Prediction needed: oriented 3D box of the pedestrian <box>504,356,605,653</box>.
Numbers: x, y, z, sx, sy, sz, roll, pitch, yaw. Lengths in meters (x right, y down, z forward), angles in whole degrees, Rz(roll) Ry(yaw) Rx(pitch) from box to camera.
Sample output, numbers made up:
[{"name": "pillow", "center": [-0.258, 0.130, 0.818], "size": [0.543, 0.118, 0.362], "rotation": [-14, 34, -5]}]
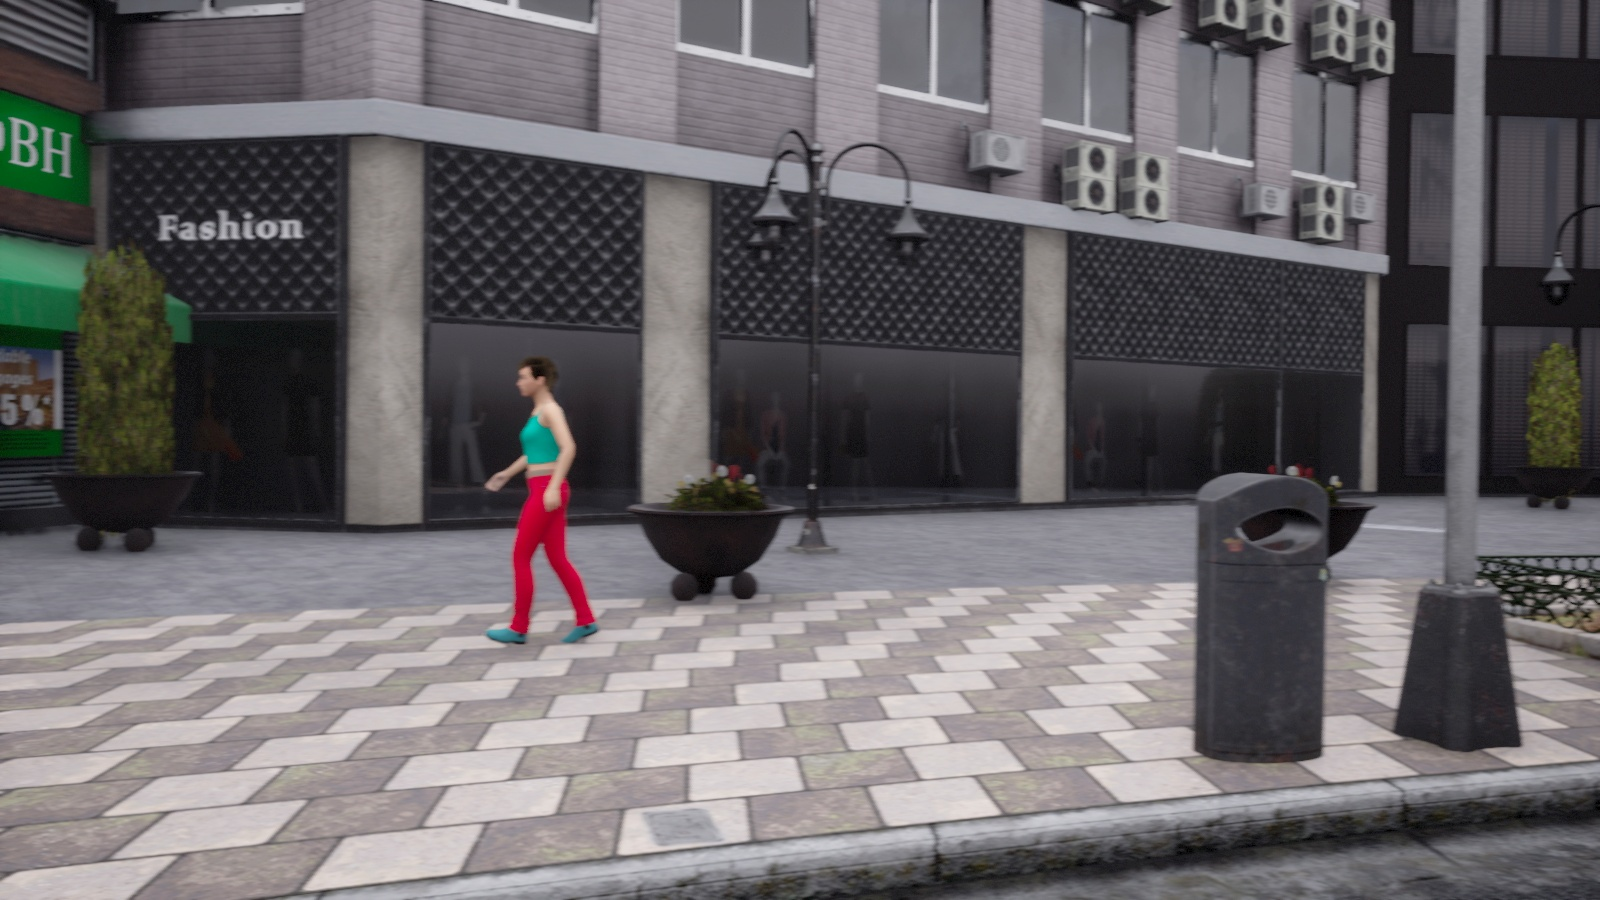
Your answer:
[{"name": "pedestrian", "center": [-1.556, 0.334, 7.984], "size": [0.594, 1.836, 0.345], "rotation": [-1, 1, -10]}]
